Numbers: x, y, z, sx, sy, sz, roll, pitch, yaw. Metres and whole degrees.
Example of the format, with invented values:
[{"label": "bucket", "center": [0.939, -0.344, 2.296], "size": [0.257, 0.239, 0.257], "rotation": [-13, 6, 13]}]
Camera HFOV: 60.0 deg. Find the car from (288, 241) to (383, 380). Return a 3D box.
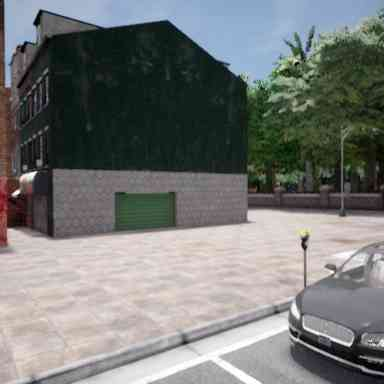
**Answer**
[{"label": "car", "center": [3.342, 1.502, 5.194], "size": [4.403, 1.369, 2.008], "rotation": [-1, 0, -35]}]
